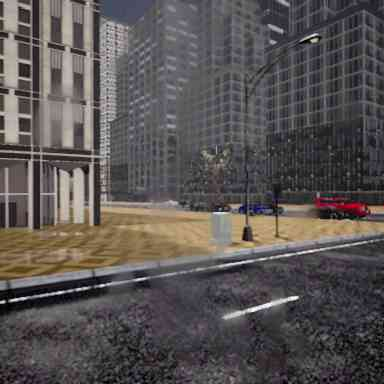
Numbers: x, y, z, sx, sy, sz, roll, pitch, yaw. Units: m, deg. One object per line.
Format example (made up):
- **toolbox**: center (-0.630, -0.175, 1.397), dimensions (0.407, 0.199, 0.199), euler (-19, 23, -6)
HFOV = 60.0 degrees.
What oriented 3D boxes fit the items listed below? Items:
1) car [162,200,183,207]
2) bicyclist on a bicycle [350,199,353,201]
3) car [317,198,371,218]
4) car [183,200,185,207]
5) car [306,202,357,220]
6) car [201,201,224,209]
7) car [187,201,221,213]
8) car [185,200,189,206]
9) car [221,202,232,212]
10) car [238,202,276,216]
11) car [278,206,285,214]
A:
- **car**: center (-4.539, 2.416, 69.764), dimensions (1.812, 1.442, 4.674), euler (0, -1, -35)
- **bicyclist on a bicycle**: center (21.831, 1.772, 45.511), dimensions (1.656, 1.620, 0.582), euler (-1, 0, -35)
- **car**: center (15.791, 1.664, 35.263), dimensions (2.150, 2.045, 5.566), euler (0, -1, -35)
- **car**: center (-1.887, 2.402, 71.643), dimensions (2.128, 1.511, 4.902), euler (0, -1, -35)
- **car**: center (13.459, 2.013, 32.933), dimensions (1.994, 1.385, 4.181), euler (0, -1, -35)
- **car**: center (3.877, 2.488, 63.506), dimensions (1.895, 1.301, 4.718), euler (0, -1, -35)
- **car**: center (1.720, 2.371, 49.529), dimensions (1.895, 1.301, 4.718), euler (0, -1, -35)
- **car**: center (1.141, 2.469, 61.843), dimensions (1.994, 1.385, 4.181), euler (0, -1, -35)
- **car**: center (4.143, 2.265, 51.735), dimensions (1.837, 1.490, 4.892), euler (0, 0, -35)
- **car**: center (7.646, 2.133, 41.144), dimensions (1.812, 1.442, 4.674), euler (0, -1, -35)
- **car**: center (9.863, 2.111, 43.641), dimensions (1.837, 1.490, 4.892), euler (0, -1, -35)
